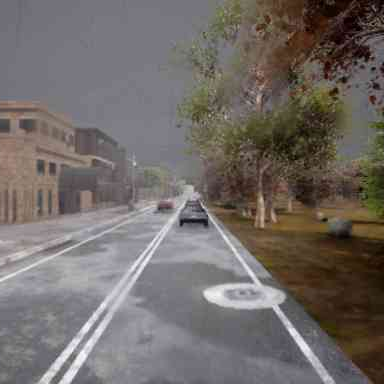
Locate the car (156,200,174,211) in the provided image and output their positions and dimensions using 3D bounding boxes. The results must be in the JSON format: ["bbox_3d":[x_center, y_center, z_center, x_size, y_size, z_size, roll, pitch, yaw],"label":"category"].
[{"bbox_3d":[-3.232,1.598,40.860,1.895,1.301,4.718,0,0,0],"label":"car"}]

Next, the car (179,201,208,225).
[{"bbox_3d":[0.117,1.568,23.844,1.994,1.385,4.181,0,0,0],"label":"car"}]

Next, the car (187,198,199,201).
[{"bbox_3d":[0.128,1.488,41.734,2.128,1.511,4.902,0,0,0],"label":"car"}]
